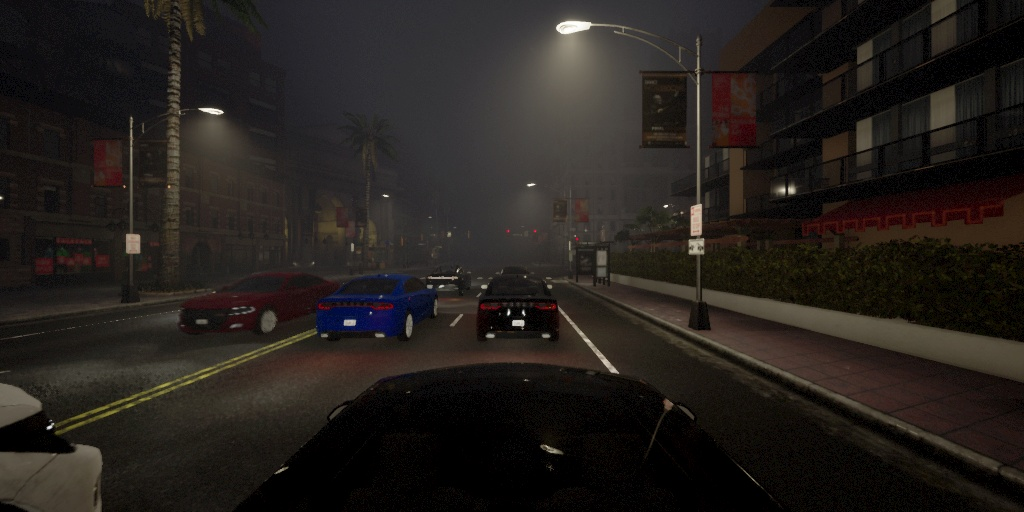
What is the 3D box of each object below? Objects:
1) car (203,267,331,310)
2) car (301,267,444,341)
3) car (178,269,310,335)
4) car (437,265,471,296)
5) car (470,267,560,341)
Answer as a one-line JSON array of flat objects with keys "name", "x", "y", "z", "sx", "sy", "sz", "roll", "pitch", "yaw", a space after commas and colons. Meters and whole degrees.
[{"name": "car", "x": -10.517, "y": 1.298, "z": 16.085, "sx": 2.033, "sy": 1.411, "sz": 5.357, "roll": 0, "pitch": 0, "yaw": 1}, {"name": "car", "x": -3.359, "y": 1.228, "z": 9.889, "sx": 1.882, "sy": 1.535, "sz": 5.008, "roll": 0, "pitch": 0, "yaw": 0}, {"name": "car", "x": -7.056, "y": 1.227, "z": 10.672, "sx": 1.882, "sy": 1.535, "sz": 5.008, "roll": 0, "pitch": 0, "yaw": 0}, {"name": "car", "x": -3.331, "y": 1.242, "z": 19.394, "sx": 2.128, "sy": 1.511, "sz": 4.902, "roll": 0, "pitch": 0, "yaw": 0}, {"name": "car", "x": 0.137, "y": 1.228, "z": 9.854, "sx": 1.882, "sy": 1.535, "sz": 5.008, "roll": 0, "pitch": 0, "yaw": 0}]
